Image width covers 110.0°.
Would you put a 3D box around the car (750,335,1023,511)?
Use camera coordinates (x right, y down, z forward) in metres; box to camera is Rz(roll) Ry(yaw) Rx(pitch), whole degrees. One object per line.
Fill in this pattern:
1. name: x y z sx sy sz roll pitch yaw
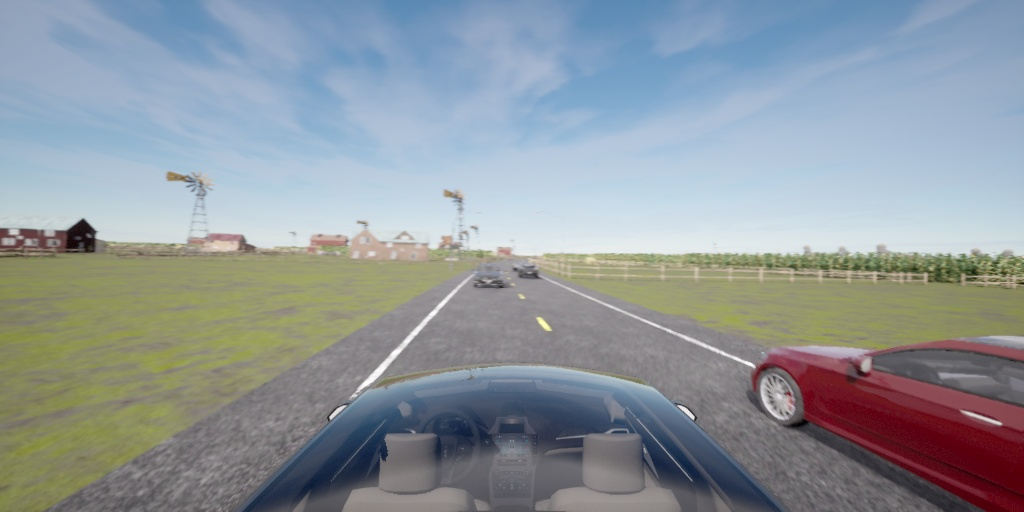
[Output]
1. car: 4.326 1.404 3.010 1.812 1.442 4.674 2 0 -4

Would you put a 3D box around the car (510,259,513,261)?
1. car: 0.921 1.411 47.353 1.895 1.301 4.718 2 0 -1

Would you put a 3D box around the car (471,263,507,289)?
1. car: -1.500 1.232 23.233 1.837 1.490 4.892 1 0 -3

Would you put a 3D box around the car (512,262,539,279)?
1. car: 1.486 1.313 34.466 2.128 1.511 4.902 2 0 -2
